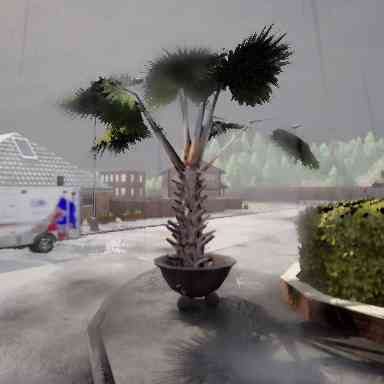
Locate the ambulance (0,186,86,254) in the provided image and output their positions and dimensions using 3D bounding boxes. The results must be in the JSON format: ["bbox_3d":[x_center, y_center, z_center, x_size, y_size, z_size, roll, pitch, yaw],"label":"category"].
[{"bbox_3d":[-7.007,1.029,11.581,2.351,2.431,6.366,0,0,36],"label":"ambulance"}]
